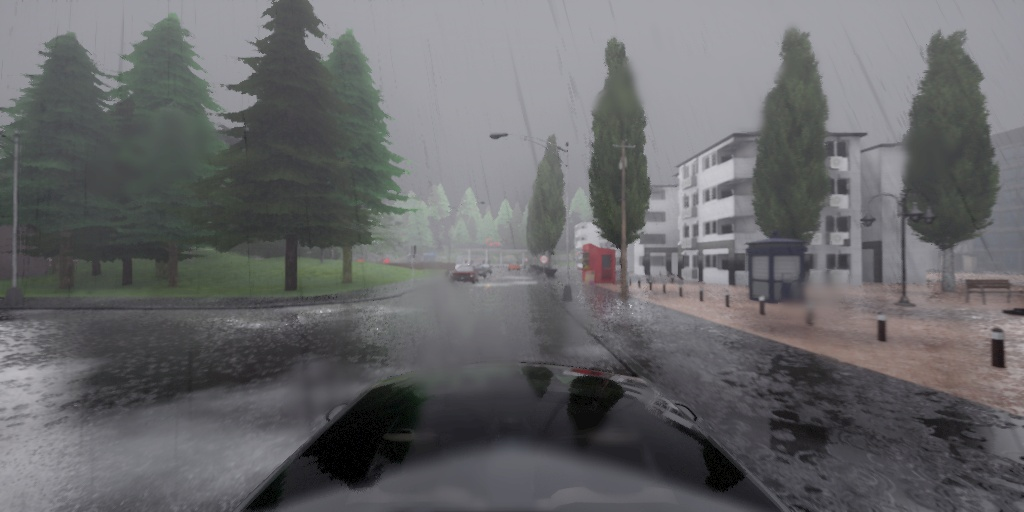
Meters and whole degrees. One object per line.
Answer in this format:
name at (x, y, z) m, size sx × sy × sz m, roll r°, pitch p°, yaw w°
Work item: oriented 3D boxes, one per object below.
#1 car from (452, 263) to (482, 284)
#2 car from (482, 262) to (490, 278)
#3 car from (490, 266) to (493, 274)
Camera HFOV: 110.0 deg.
car at (-3.992, 1.553, 31.341) m, size 1.882 × 1.535 × 5.008 m, roll 0°, pitch -1°, yaw 0°
car at (-3.945, 1.747, 41.260) m, size 1.994 × 1.385 × 4.181 m, roll 0°, pitch -1°, yaw 0°
car at (-3.869, 1.818, 51.387) m, size 1.812 × 1.442 × 4.674 m, roll 0°, pitch -1°, yaw 1°
